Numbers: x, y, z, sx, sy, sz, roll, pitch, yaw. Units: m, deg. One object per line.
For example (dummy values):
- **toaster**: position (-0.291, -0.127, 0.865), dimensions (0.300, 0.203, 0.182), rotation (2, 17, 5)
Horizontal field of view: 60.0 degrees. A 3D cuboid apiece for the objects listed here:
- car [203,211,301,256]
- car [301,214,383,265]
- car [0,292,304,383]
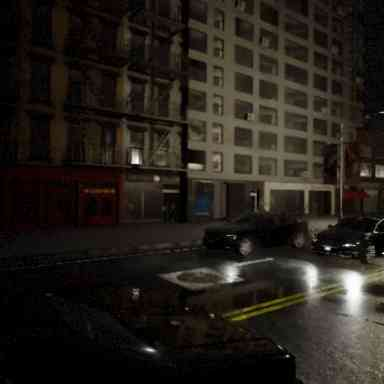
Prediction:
- **car**: position (2.709, 1.558, 13.588), dimensions (5.008, 1.535, 1.882), rotation (1, 0, -35)
- **car**: position (6.393, 1.604, 12.220), dimensions (4.892, 1.490, 1.837), rotation (1, 0, -35)
- **car**: position (-1.538, 1.547, 2.342), dimensions (5.357, 1.411, 2.033), rotation (1, 0, -35)
